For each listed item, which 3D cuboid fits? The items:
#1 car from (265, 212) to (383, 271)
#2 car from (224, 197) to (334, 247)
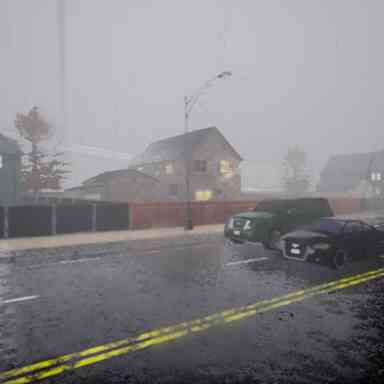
[{"bbox_3d":[4.691,1.571,11.021,4.181,1.385,1.994,0,0,-35],"label":"car"},{"bbox_3d":[3.992,1.229,14.515,5.566,2.045,2.150,0,0,-35],"label":"car"}]
